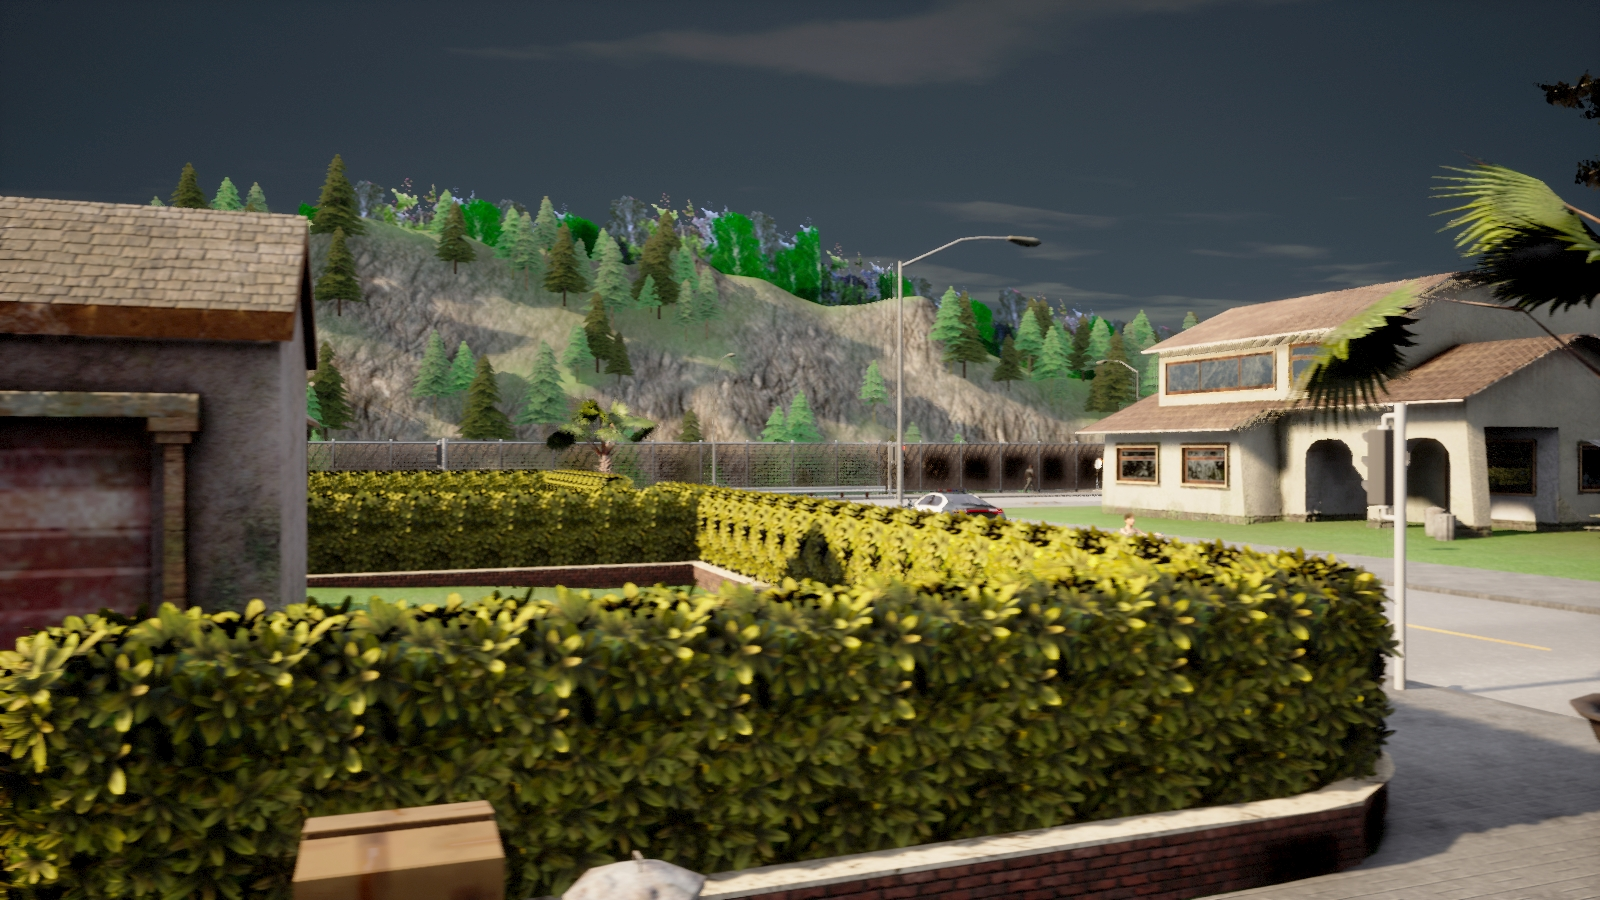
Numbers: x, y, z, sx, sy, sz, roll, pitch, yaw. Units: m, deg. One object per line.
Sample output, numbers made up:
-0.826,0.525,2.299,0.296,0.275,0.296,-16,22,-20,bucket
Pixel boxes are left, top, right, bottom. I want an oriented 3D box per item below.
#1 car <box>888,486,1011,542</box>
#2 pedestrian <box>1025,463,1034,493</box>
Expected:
4.795,2.036,37.412,2.038,1.542,4.974,0,0,-18,car
14.281,1.742,71.097,0.375,1.860,0.375,0,0,-27,pedestrian
